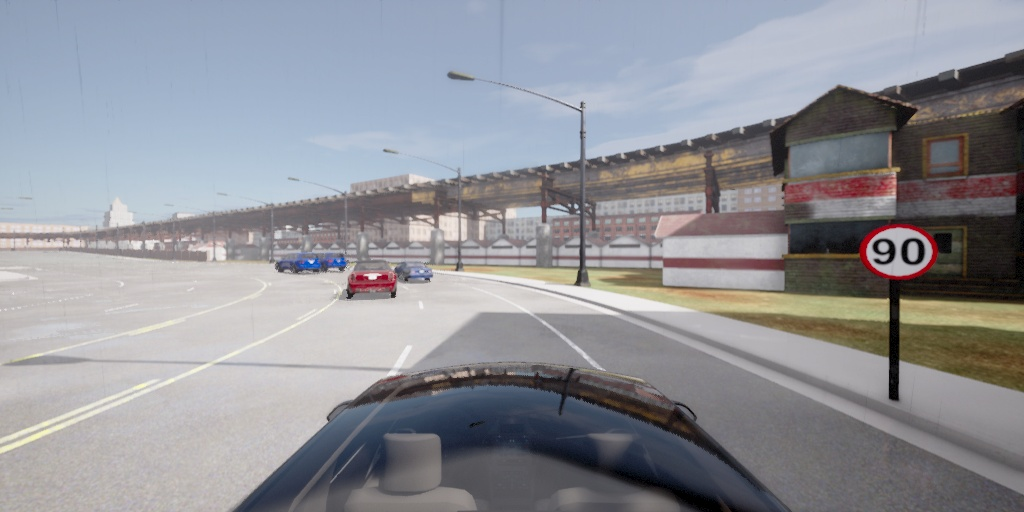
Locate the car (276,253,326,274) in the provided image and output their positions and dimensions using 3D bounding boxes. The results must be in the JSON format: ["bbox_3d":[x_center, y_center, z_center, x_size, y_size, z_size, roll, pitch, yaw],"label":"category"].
[{"bbox_3d":[-21.180,0.690,35.514,5.566,2.045,2.150,1,0,35],"label":"car"}]

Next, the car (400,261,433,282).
[{"bbox_3d":[-7.498,1.090,26.383,2.033,1.411,5.357,0,1,-33],"label":"car"}]

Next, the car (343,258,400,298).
[{"bbox_3d":[-6.899,0.967,17.683,2.097,1.767,4.553,0,0,-22],"label":"car"}]

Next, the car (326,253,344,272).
[{"bbox_3d":[-20.410,0.657,39.185,5.566,2.045,2.150,0,0,35],"label":"car"}]
